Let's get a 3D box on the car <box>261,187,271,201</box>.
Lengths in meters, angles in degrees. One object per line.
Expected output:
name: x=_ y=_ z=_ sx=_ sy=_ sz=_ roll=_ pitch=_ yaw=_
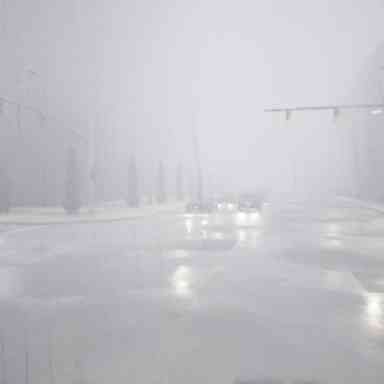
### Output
car: x=8.374 y=0.480 z=41.115 sx=1.837 sy=1.490 sz=4.892 roll=0 pitch=2 yaw=15

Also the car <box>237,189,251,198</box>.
car: x=8.741 y=0.161 z=55.763 sx=1.812 sy=1.442 sz=4.674 roll=0 pitch=1 yaw=16

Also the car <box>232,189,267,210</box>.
car: x=5.177 y=0.758 z=29.327 sx=2.128 sy=1.511 sz=4.902 roll=0 pitch=1 yaw=15

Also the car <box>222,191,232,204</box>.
car: x=3.997 y=0.624 z=38.364 sx=1.994 sy=1.385 sz=4.181 roll=0 pitch=2 yaw=15

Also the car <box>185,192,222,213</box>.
car: x=0.851 y=0.910 z=26.750 sx=1.994 sy=1.385 sz=4.181 roll=0 pitch=1 yaw=15

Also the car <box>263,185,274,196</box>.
car: x=13.977 y=-0.314 z=61.503 sx=2.150 sy=2.045 sz=5.566 roll=0 pitch=1 yaw=15
